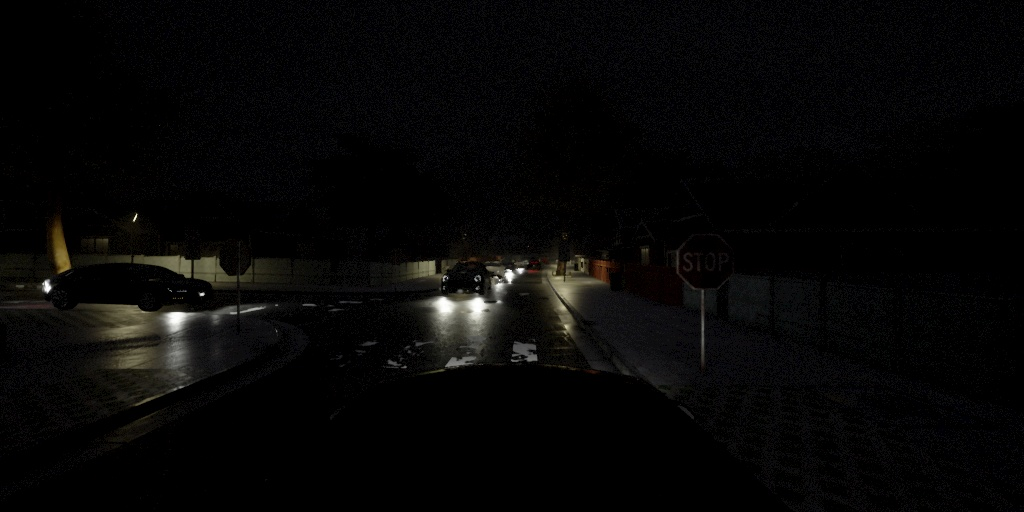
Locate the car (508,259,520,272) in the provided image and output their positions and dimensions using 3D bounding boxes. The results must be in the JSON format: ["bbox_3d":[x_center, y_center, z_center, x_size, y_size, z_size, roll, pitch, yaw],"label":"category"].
[{"bbox_3d":[-0.620,1.080,42.385,2.128,1.511,4.902,0,0,6],"label":"car"}]

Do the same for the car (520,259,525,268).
[{"bbox_3d":[0.782,1.098,54.147,1.895,1.301,4.718,0,0,8],"label":"car"}]

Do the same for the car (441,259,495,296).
[{"bbox_3d":[-2.343,1.081,19.215,2.097,1.767,4.553,0,0,3],"label":"car"}]

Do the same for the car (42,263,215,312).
[{"bbox_3d":[-12.987,1.015,12.312,4.892,1.490,1.837,1,0,2],"label":"car"}]

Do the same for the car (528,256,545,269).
[{"bbox_3d":[3.238,1.025,50.463,1.837,1.490,4.892,0,0,7],"label":"car"}]

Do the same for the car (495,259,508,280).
[{"bbox_3d":[-1.664,1.201,30.560,1.812,1.442,4.674,0,1,4],"label":"car"}]
